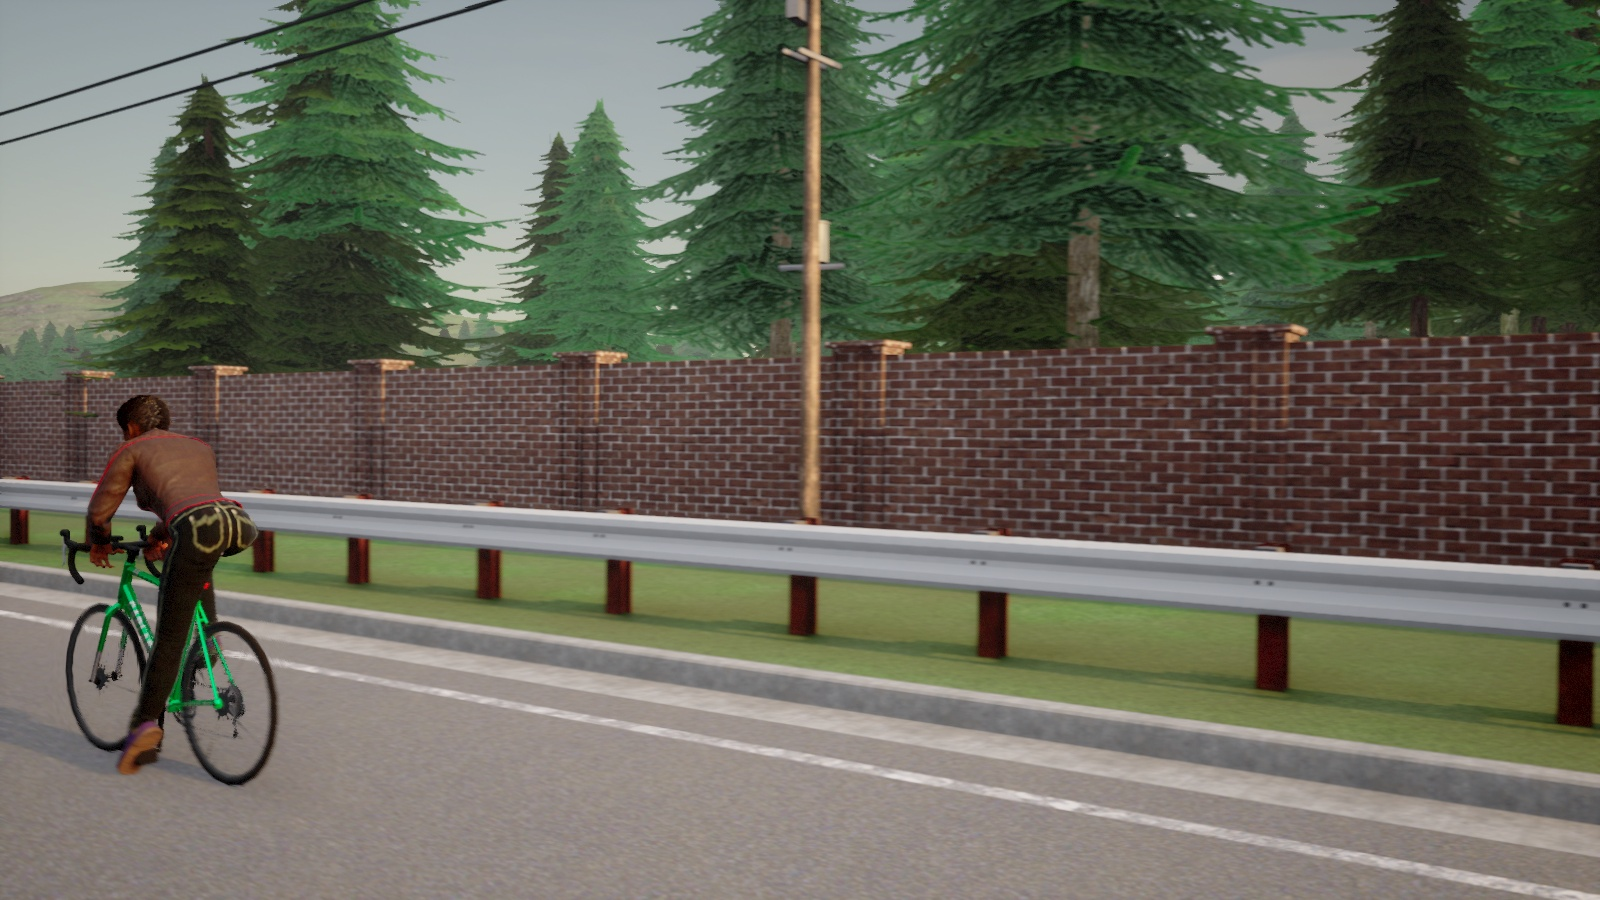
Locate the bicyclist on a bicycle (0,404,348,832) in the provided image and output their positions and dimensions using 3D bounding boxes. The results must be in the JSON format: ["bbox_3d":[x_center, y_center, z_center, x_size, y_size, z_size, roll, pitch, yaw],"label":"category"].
[{"bbox_3d":[-2.746,0.635,5.447,1.656,1.620,0.582,0,1,34],"label":"bicyclist on a bicycle"}]
